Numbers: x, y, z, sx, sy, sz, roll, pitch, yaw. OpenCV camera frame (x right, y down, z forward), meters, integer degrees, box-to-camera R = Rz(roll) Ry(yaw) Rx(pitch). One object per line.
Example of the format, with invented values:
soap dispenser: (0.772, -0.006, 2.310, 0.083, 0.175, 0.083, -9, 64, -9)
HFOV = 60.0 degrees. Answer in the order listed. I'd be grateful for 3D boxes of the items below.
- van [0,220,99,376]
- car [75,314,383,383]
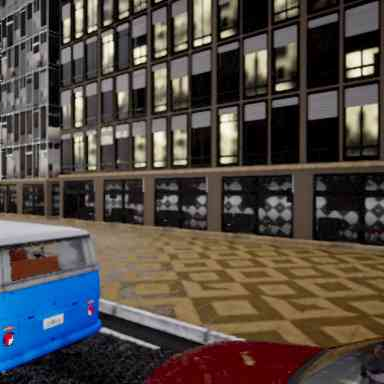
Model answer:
van: (-3.200, 1.345, 5.150, 3.998, 1.788, 1.690, 0, 0, 35)
car: (1.436, 1.582, 1.846, 4.206, 1.307, 1.802, 0, 0, 35)
